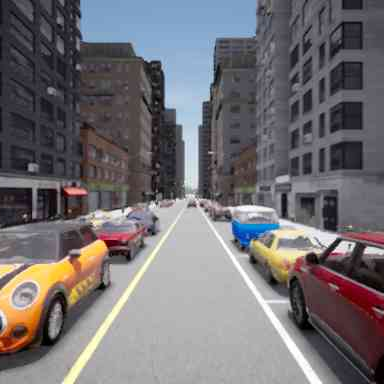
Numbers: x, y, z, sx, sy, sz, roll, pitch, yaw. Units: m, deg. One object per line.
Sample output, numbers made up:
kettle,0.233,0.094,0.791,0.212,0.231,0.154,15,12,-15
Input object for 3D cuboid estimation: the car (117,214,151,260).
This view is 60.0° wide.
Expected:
car,-3.000,1.785,13.291,1.895,1.301,4.718,0,-1,0

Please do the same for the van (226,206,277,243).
van,2.750,1.552,15.141,1.690,1.788,3.998,-1,-1,0

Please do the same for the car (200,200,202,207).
car,2.752,2.317,53.670,1.887,1.381,4.507,-1,-1,0

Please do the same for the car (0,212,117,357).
car,-3.099,1.442,6.475,2.097,1.767,4.553,0,-1,0

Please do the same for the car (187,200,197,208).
car,0.000,2.486,66.257,1.812,1.442,4.674,0,-1,0

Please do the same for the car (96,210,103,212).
car,-5.773,1.811,20.473,1.752,1.417,4.829,-1,-1,0

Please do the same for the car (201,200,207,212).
car,2.750,2.130,48.167,1.967,1.590,4.097,-1,-1,0

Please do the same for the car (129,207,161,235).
car,-3.087,1.853,20.655,1.994,1.385,4.181,0,-1,0

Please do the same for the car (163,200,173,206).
car,-5.773,2.739,81.192,2.008,1.369,4.403,-1,-1,0

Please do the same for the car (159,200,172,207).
car,-5.775,2.460,70.185,1.967,1.590,4.097,-1,-1,0

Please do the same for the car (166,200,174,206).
car,-5.774,2.817,86.697,1.887,1.381,4.507,-1,-1,0

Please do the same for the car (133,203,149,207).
car,-5.774,1.968,37.158,1.967,1.590,4.097,-1,-1,0

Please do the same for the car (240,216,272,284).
car,2.752,1.662,9.805,1.752,1.417,4.829,-1,-1,0

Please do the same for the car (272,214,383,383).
car,2.750,1.373,4.133,2.192,1.841,5.009,-1,-1,0

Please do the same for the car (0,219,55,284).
car,-5.773,1.657,9.463,1.752,1.417,4.829,-1,-1,0

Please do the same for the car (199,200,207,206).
car,2.751,2.817,86.697,1.887,1.381,4.507,-1,-1,0

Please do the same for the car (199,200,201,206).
car,2.752,2.586,70.183,1.947,1.339,4.313,-1,-1,0

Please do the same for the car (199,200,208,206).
car,2.752,2.733,81.192,1.887,1.381,4.507,-1,-1,0

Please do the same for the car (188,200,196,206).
car,0.000,2.515,76.533,1.837,1.490,4.892,0,-1,0

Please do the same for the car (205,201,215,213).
car,2.752,2.072,37.156,1.887,1.381,4.507,-1,-1,0

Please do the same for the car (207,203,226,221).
car,2.752,1.998,31.651,2.008,1.369,4.403,-1,-1,0

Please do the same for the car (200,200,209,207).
car,2.752,2.649,75.688,1.887,1.381,4.507,-1,-1,0
